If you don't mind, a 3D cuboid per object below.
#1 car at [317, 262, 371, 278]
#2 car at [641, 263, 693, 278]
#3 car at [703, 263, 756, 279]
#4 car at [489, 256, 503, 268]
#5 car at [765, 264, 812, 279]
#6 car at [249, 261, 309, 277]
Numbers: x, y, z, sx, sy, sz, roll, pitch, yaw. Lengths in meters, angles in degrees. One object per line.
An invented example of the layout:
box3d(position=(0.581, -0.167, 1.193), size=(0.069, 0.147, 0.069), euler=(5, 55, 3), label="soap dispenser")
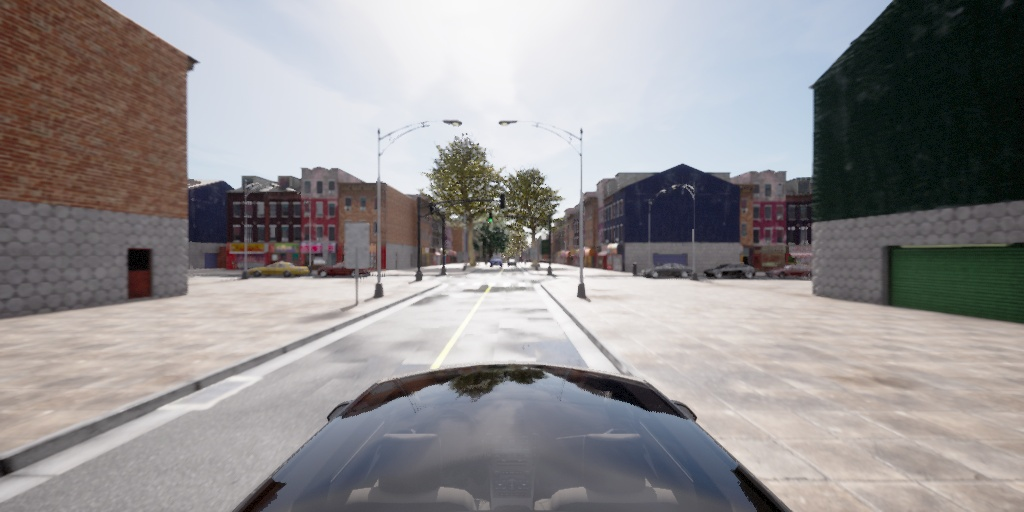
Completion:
box3d(position=(-15.075, 1.197, 32.248), size=(4.507, 1.381, 1.888), euler=(0, 0, 0), label="car")
box3d(position=(13.954, 1.296, 32.419), size=(4.403, 1.370, 2.007), euler=(0, 0, 0), label="car")
box3d(position=(19.629, 1.335, 32.453), size=(4.313, 1.339, 1.948), euler=(0, 0, 0), label="car")
box3d(position=(-2.769, 1.025, 63.953), size=(2.150, 2.045, 5.566), euler=(0, 0, 1), label="car")
box3d(position=(25.303, 1.377, 32.486), size=(4.207, 1.307, 1.802), euler=(0, 0, 0), label="car")
box3d(position=(-20.924, 1.165, 32.214), size=(4.829, 1.417, 1.751), euler=(0, 0, 0), label="car")
